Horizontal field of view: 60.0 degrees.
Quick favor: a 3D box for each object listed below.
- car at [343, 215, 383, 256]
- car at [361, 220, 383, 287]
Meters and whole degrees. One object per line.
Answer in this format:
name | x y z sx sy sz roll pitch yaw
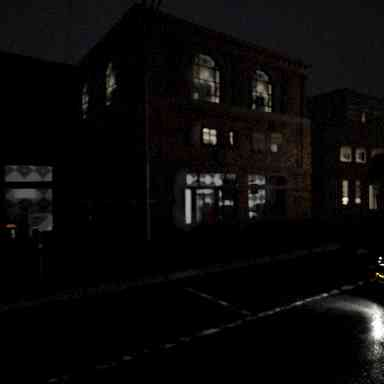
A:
car | 7.064 1.485 11.597 4.313 1.339 1.947 0 0 -35
car | 6.203 1.443 7.800 4.892 1.490 1.837 0 0 -35
